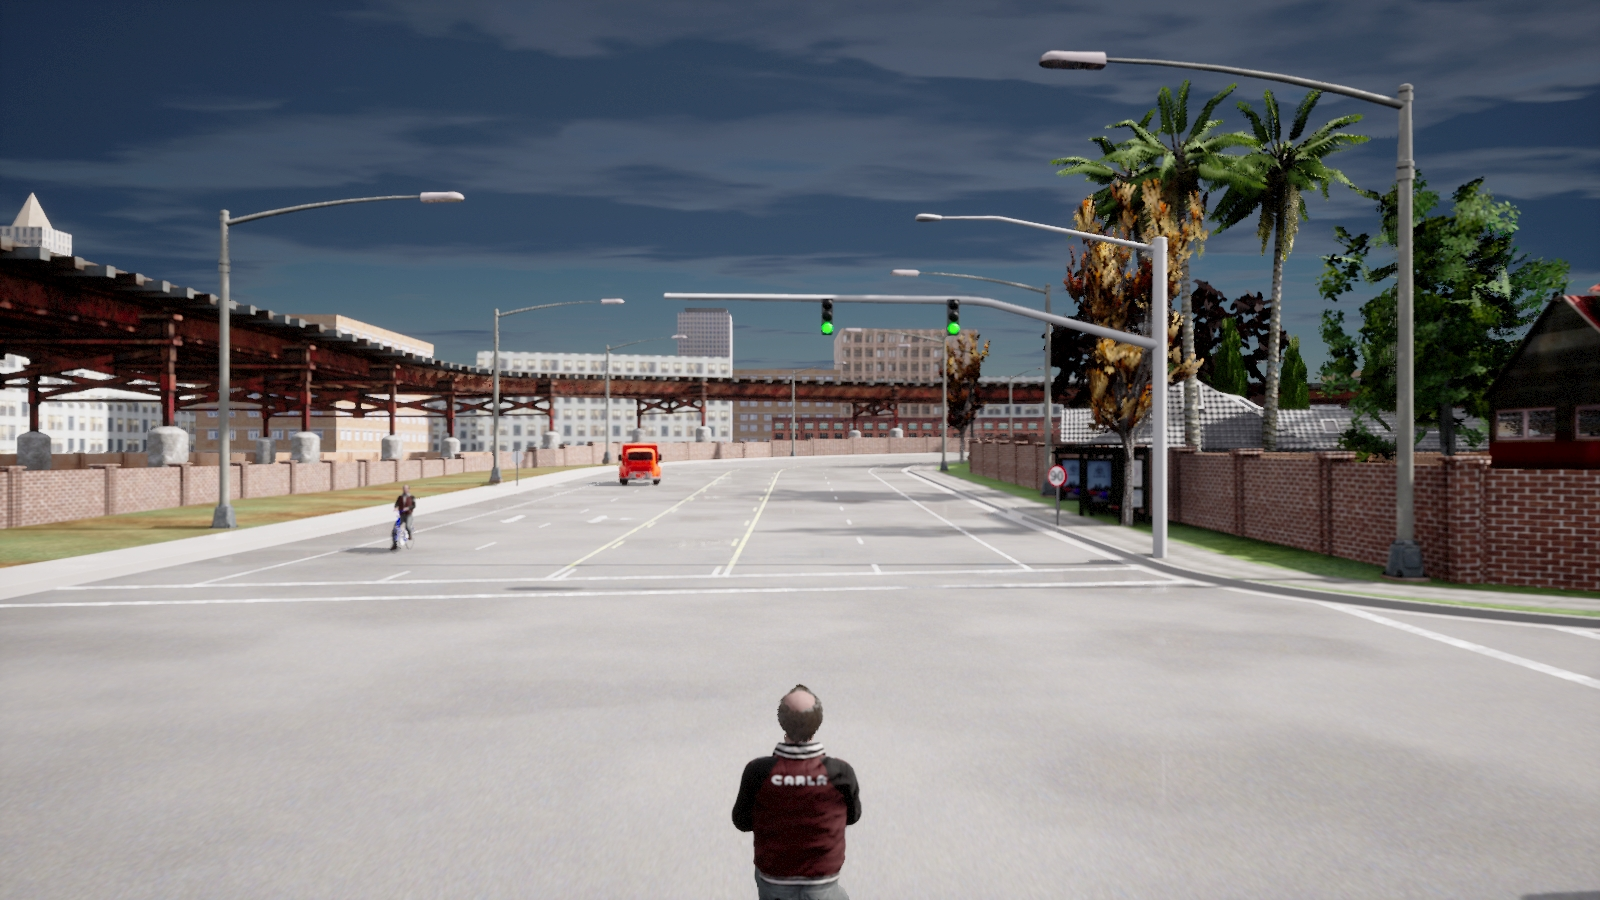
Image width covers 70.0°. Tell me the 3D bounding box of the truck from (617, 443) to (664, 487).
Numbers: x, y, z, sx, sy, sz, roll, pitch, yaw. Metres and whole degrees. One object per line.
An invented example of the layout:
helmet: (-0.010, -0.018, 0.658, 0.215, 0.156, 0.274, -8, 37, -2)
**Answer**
truck: (-9.524, 0.854, 68.007, 2.627, 2.467, 5.204, 0, 1, -9)

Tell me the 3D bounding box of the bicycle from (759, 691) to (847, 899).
bicycle: (0.014, 2.041, 5.204, 0.329, 1.496, 1.835, 0, 0, 0)

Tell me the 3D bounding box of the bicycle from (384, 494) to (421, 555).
bicycle: (-10.484, 1.939, 30.182, 0.329, 1.496, 1.835, 0, 0, 0)
